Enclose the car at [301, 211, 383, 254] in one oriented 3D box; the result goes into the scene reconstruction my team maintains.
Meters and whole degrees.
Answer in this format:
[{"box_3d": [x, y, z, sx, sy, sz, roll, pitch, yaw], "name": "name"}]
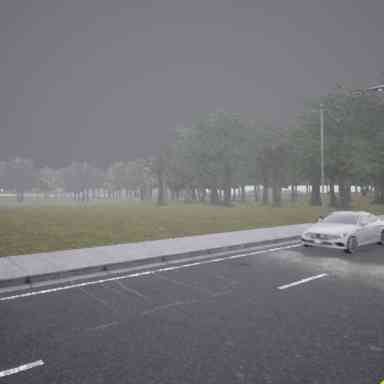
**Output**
[{"box_3d": [6.356, 1.515, 13.569, 4.674, 1.442, 1.812, 0, 0, -40], "name": "car"}]
